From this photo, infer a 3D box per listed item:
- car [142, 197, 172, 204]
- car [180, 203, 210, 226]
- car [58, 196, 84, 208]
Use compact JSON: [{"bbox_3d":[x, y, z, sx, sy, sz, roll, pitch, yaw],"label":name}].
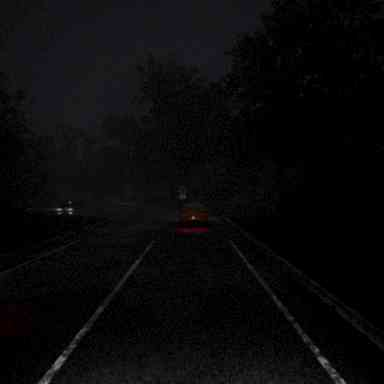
[{"bbox_3d":[-6.514,1.573,62.124,5.357,1.411,2.033,0,0,-18],"label":"car"},{"bbox_3d":[0.252,1.488,23.712,1.882,1.535,5.008,0,0,4],"label":"car"},{"bbox_3d":[-17.320,1.371,47.741,2.097,1.767,4.553,0,0,7],"label":"car"}]
